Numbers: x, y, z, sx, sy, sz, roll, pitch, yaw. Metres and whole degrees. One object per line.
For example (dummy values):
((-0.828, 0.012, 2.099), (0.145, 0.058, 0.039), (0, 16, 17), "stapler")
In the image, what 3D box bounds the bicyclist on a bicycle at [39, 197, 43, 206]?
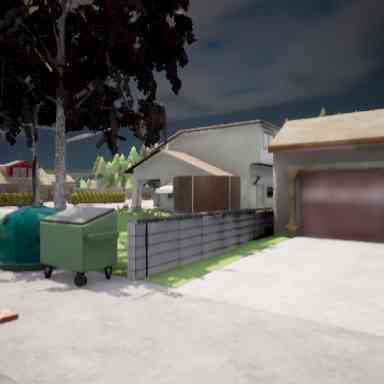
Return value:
((-16.693, 1.326, 36.392), (1.656, 1.620, 0.582), (0, 0, 36), "bicyclist on a bicycle")
